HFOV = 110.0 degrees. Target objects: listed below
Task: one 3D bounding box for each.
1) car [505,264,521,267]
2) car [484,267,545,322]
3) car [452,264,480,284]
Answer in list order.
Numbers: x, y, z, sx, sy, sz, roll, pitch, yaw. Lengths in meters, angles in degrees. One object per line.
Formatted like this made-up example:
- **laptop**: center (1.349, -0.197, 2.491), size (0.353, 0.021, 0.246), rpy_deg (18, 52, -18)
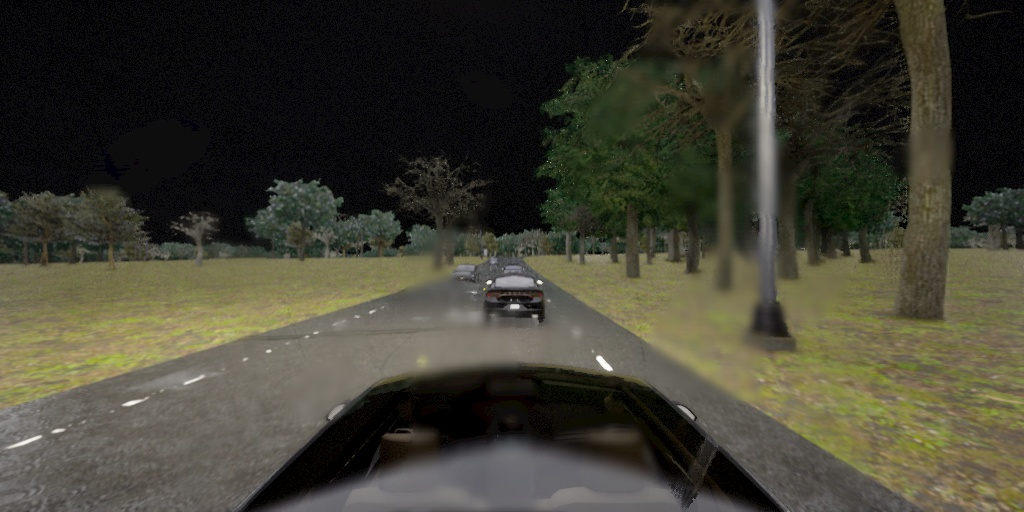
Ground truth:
- **car**: center (0.100, 1.427, 31.494), size (2.033, 1.411, 5.357), rpy_deg (0, 0, 0)
- **car**: center (0.089, 1.325, 12.834), size (1.882, 1.535, 5.008), rpy_deg (0, 0, 0)
- **car**: center (-3.597, 1.388, 28.681), size (1.837, 1.490, 4.892), rpy_deg (0, 0, 0)
